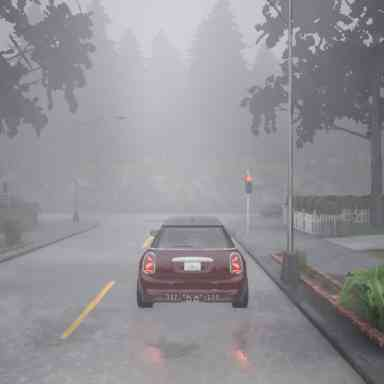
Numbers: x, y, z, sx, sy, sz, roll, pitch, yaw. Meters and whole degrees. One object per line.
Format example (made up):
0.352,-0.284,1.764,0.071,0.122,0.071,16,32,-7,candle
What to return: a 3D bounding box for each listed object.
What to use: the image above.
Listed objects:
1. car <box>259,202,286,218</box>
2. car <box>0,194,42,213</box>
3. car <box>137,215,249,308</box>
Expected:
8.066,1.564,29.252,4.181,1.385,1.994,0,0,0,car
-16.252,1.223,29.217,5.566,2.045,2.150,0,0,0,car
0.021,1.352,8.082,2.097,1.767,4.553,0,0,0,car
